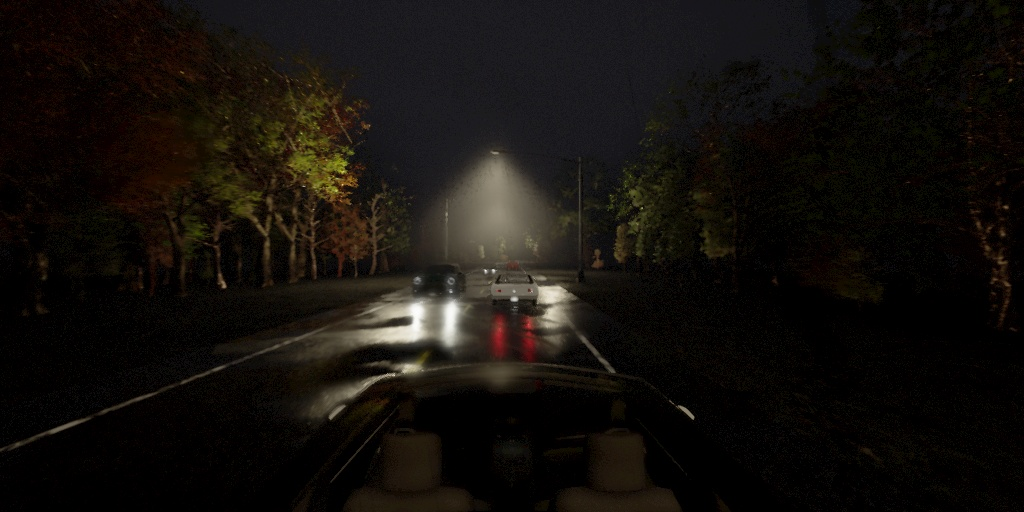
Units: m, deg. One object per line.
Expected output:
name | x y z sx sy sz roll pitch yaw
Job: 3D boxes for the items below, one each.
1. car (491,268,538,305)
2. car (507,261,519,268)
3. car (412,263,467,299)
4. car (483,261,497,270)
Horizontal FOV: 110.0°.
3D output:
car | 0.100 1.409 16.319 1.895 1.301 4.718 0 0 0
car | 0.096 1.447 57.064 1.882 1.535 5.008 0 0 0
car | -3.594 1.169 18.500 2.097 1.767 4.553 0 0 0
car | -3.541 1.538 58.760 1.994 1.385 4.181 0 0 1
